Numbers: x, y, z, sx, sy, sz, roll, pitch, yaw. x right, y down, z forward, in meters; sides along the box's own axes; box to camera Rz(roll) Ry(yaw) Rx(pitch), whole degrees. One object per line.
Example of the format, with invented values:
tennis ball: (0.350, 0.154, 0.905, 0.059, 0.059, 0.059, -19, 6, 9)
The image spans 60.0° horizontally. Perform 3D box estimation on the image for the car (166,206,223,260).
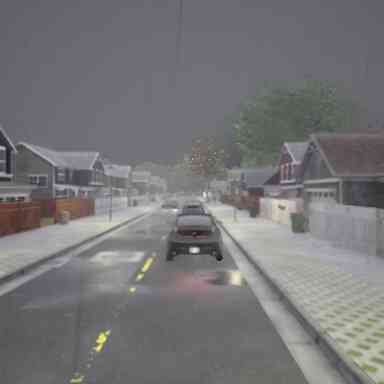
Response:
car: (0.088, 1.496, 12.468, 1.837, 1.490, 4.892, 0, 0, 0)

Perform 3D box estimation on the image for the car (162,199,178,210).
car: (-2.819, 1.548, 43.290, 1.994, 1.385, 4.181, 0, 0, 0)

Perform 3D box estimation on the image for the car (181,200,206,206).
car: (0.098, 1.488, 28.586, 1.837, 1.490, 4.892, 0, 0, 0)
